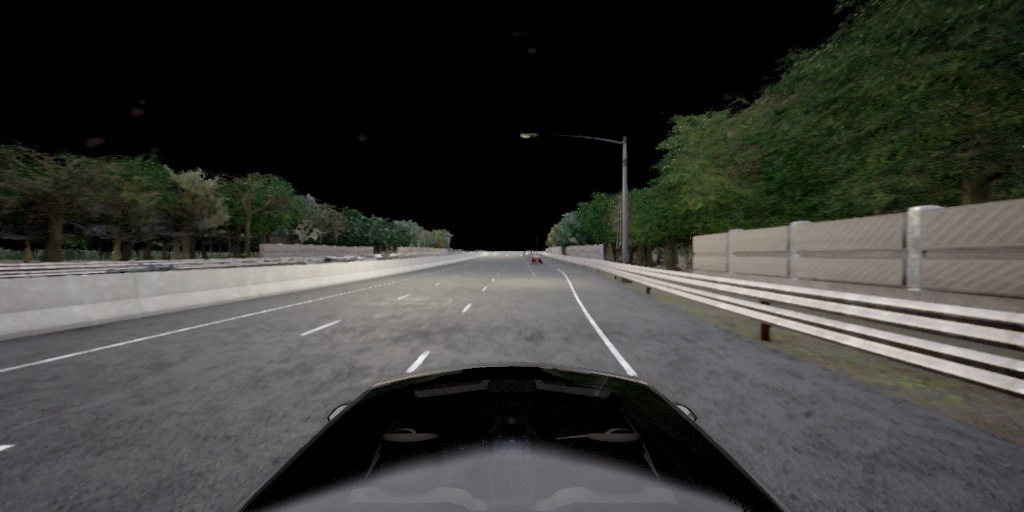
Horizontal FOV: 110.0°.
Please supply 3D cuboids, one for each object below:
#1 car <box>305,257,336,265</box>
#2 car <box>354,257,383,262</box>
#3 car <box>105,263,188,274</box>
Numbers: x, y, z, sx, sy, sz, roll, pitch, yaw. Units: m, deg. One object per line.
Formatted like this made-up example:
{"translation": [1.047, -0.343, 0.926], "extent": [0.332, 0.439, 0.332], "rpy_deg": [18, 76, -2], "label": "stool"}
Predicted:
{"translation": [-23.994, 0.923, 45.151], "extent": [1.837, 1.490, 4.892], "rpy_deg": [0, 1, 1], "label": "car"}
{"translation": [-17.028, 0.923, 43.711], "extent": [1.882, 1.535, 5.008], "rpy_deg": [0, 1, 1], "label": "car"}
{"translation": [-27.097, 1.216, 26.712], "extent": [1.895, 1.301, 4.718], "rpy_deg": [0, 0, -2], "label": "car"}
